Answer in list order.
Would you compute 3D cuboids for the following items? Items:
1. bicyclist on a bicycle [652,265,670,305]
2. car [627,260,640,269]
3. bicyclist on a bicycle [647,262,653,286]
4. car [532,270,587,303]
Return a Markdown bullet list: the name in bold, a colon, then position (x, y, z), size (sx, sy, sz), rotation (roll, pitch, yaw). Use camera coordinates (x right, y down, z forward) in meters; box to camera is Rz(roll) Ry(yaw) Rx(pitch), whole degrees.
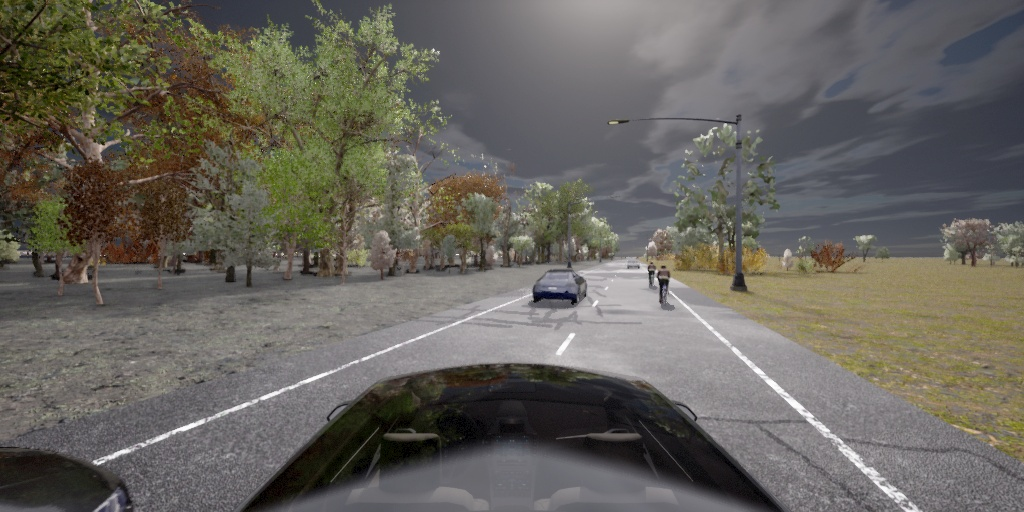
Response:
- **bicyclist on a bicycle**: position (6.322, 1.206, 14.941), size (0.582, 1.620, 1.656), rotation (0, 0, 18)
- **car**: position (19.723, 1.365, 58.264), size (1.895, 1.301, 4.718), rotation (0, 0, 18)
- **bicyclist on a bicycle**: position (9.129, 1.207, 23.436), size (0.582, 1.620, 1.656), rotation (0, 0, 18)
- **car**: position (2.327, 1.316, 16.756), size (1.994, 1.385, 4.181), rotation (0, 0, 18)
